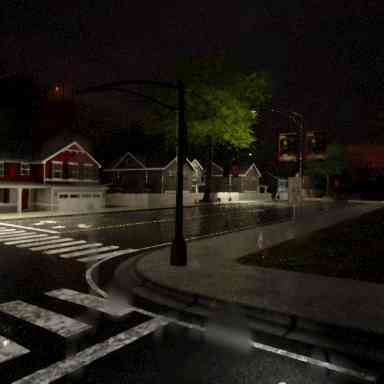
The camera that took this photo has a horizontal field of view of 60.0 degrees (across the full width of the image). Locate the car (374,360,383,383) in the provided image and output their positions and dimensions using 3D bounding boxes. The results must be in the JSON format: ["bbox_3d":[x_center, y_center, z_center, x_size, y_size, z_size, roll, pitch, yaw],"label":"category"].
[{"bbox_3d":[3.380,1.506,1.268,4.892,1.490,1.837,0,0,36],"label":"car"}]

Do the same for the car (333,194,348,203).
[{"bbox_3d":[28.056,1.205,62.697,2.128,1.511,4.902,1,0,36],"label":"car"}]
